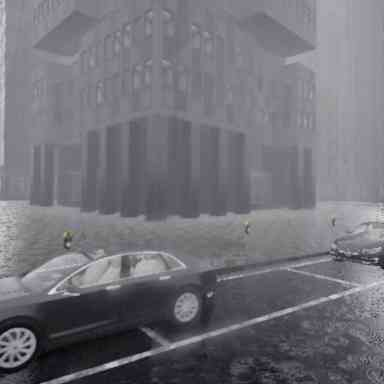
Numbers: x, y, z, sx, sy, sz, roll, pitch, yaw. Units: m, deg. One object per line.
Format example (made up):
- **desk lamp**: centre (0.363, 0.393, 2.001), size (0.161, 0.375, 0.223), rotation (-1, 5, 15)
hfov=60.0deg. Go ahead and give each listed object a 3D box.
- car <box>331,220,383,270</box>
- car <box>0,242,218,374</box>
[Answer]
- **car**: centre (6.470, 1.658, 11.263), size (4.403, 1.369, 2.008), rotation (1, 0, -36)
- **car**: centre (-1.565, 1.567, 5.529), size (4.403, 1.369, 2.008), rotation (1, 0, -36)
